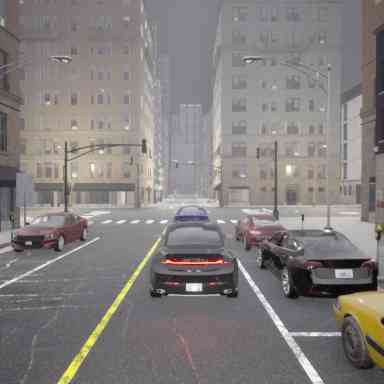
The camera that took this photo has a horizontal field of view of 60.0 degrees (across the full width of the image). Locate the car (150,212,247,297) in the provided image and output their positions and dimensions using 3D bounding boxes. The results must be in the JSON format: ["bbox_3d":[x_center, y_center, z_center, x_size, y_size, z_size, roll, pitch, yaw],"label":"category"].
[{"bbox_3d":[0.046,1.503,8.533,1.837,1.490,4.892,0,0,0],"label":"car"}]

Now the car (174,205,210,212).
[{"bbox_3d":[-0.012,1.473,18.483,1.882,1.535,5.008,0,0,0],"label":"car"}]

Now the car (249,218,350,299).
[{"bbox_3d":[2.843,1.564,8.305,1.947,1.339,4.313,-1,0,0],"label":"car"}]

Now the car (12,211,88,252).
[{"bbox_3d":[-5.716,1.541,13.867,1.887,1.381,4.507,-1,0,0],"label":"car"}]

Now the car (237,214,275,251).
[{"bbox_3d":[2.829,1.578,13.890,1.802,1.307,4.206,-1,0,0],"label":"car"}]

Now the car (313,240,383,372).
[{"bbox_3d":[2.855,1.525,2.888,1.752,1.417,4.829,-1,0,0],"label":"car"}]
